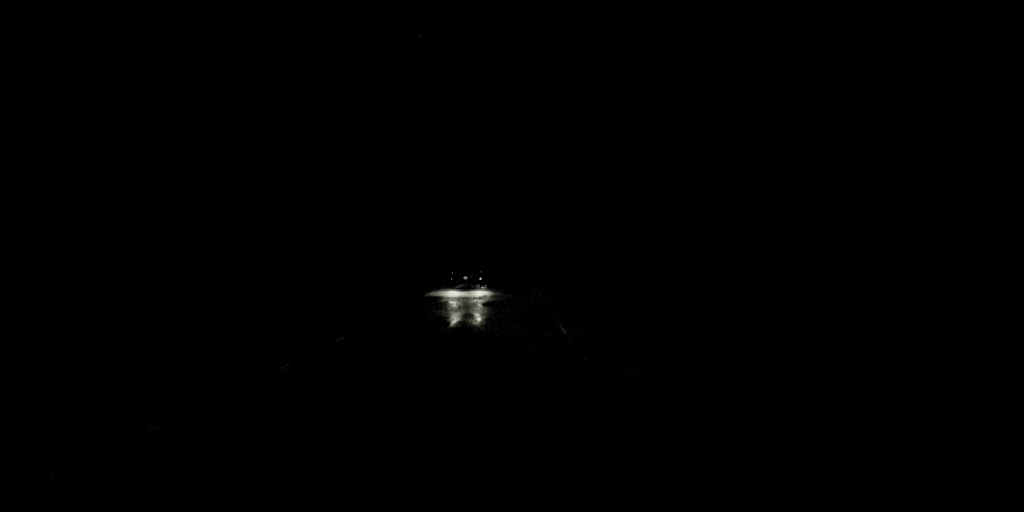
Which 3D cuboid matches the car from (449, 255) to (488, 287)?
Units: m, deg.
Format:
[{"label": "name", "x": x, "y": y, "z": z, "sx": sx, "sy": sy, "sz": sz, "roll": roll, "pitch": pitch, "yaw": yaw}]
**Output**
[{"label": "car", "x": -2.856, "y": 0.973, "z": 24.777, "sx": 2.150, "sy": 2.045, "sz": 5.566, "roll": 0, "pitch": 0, "yaw": 0}]
